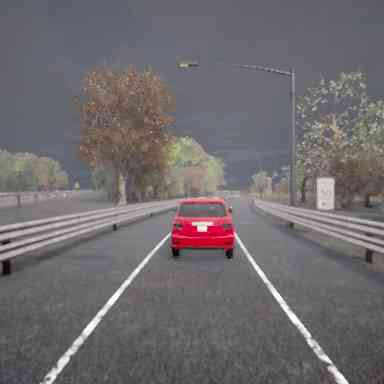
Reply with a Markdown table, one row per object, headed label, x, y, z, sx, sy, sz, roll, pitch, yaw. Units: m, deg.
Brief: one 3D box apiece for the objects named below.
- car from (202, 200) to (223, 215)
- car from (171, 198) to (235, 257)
| label | x | y | z | sx | sy | sz | roll | pitch | yaw |
| --- | --- | --- | --- | --- | --- | --- | --- | --- | --- |
| car | 2.219 | 1.601 | 34.946 | 1.994 | 1.385 | 4.181 | 0 | 0 | 6 |
| car | 0.446 | 1.242 | 13.145 | 2.150 | 2.045 | 5.566 | 0 | 0 | 3 |
